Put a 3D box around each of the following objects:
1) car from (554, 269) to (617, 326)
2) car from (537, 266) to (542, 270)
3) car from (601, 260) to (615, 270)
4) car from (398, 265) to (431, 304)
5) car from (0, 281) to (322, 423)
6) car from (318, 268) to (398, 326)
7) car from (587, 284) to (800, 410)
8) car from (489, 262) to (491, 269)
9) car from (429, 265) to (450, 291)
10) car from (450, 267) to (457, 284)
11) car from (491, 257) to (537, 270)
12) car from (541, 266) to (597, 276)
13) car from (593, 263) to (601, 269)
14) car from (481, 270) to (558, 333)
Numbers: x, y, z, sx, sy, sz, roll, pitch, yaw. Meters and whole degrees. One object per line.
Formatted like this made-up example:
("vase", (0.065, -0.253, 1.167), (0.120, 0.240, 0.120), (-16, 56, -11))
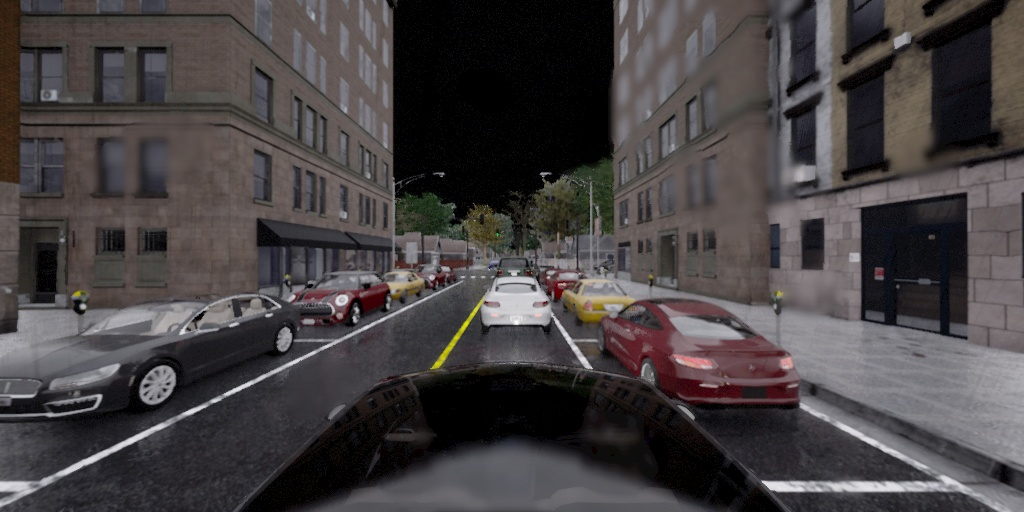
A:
("car", (2.642, 1.311, 11.668), (1.751, 1.417, 4.829), (0, 0, 0))
("car", (2.649, 1.411, 22.534), (1.802, 1.307, 4.207), (0, 0, 0))
("car", (14.508, 1.398, 47.768), (4.181, 1.385, 1.994), (0, 0, 0))
("car", (-5.380, 1.332, 16.848), (1.751, 1.417, 4.829), (0, 0, 0))
("car", (-5.387, 1.315, 5.981), (2.007, 1.370, 4.403), (0, 0, 0))
("car", (-5.383, 1.225, 11.499), (1.967, 1.591, 4.097), (0, 0, 0))
("car", (2.638, 1.347, 5.979), (1.802, 1.307, 4.207), (0, 0, 0))
("car", (-3.042, 1.491, 63.851), (1.882, 1.535, 5.008), (0, 0, 0))
("car", (-5.376, 1.269, 22.537), (1.967, 1.591, 4.097), (0, 0, 0))
("car", (-5.373, 1.433, 28.056), (1.802, 1.307, 4.207), (0, 0, 0))
("car", (0.112, 1.051, 21.930), (2.150, 2.045, 5.566), (0, 0, 0))
("car", (2.645, 1.352, 17.016), (1.888, 1.381, 4.507), (0, 0, 0))
("car", (14.006, 1.354, 51.009), (4.892, 1.490, 1.837), (0, 0, 1))
("car", (0.105, 1.308, 10.765), (1.812, 1.442, 4.674), (0, 0, 0))
